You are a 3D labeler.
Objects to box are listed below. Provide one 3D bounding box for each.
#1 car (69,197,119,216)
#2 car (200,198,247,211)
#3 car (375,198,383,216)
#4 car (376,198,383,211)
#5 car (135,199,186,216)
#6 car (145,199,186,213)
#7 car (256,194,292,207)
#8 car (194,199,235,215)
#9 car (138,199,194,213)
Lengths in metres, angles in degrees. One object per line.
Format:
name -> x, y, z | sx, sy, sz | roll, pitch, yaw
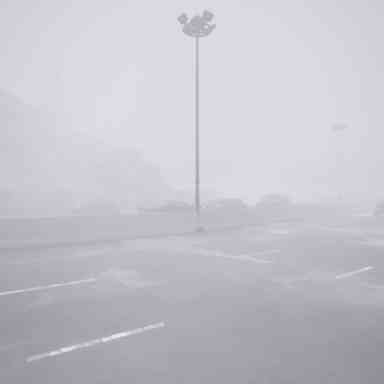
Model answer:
car -> -9.435, 1.343, 32.037 | 4.553, 1.767, 2.097 | 0, 0, -41
car -> 2.863, 1.336, 28.977 | 2.097, 1.767, 4.553 | 0, 0, 45
car -> 18.342, 1.522, 31.274 | 2.033, 1.411, 5.357 | 0, 0, 33
car -> 24.569, 1.513, 41.908 | 2.033, 1.411, 5.357 | 0, 0, 26
car -> -3.053, 1.465, 32.952 | 5.008, 1.535, 1.882 | 0, 0, -45
car -> -2.963, 1.522, 37.956 | 1.812, 1.442, 4.674 | 0, 0, 41
car -> 9.059, 1.199, 36.431 | 2.150, 2.045, 5.566 | 0, 0, 37
car -> 2.282, 1.455, 33.321 | 1.994, 1.385, 4.181 | 0, 0, 41
car -> -2.040, 1.466, 29.258 | 5.008, 1.535, 1.882 | 0, 0, -44
